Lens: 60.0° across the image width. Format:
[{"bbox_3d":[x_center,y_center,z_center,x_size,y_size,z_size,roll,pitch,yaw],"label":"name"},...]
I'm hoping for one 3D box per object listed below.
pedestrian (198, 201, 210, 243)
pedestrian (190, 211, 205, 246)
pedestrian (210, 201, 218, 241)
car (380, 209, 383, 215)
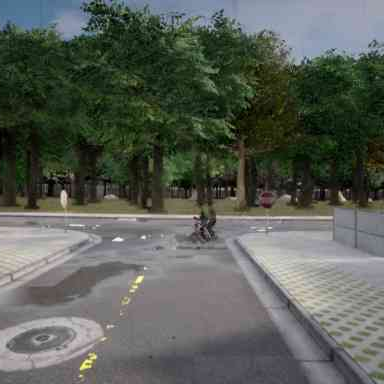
[{"bbox_3d":[0.454,1.287,14.411,0.375,1.860,0.375,-1,1,0],"label":"pedestrian"},{"bbox_3d":[0.218,1.567,13.773,0.375,1.300,0.375,-1,1,0],"label":"pedestrian"},{"bbox_3d":[0.915,1.286,15.035,0.375,1.860,0.375,-1,1,0],"label":"pedestrian"},{"bbox_3d":[14.808,1.547,23.532,4.674,1.442,1.812,0,1,0],"label":"car"}]
